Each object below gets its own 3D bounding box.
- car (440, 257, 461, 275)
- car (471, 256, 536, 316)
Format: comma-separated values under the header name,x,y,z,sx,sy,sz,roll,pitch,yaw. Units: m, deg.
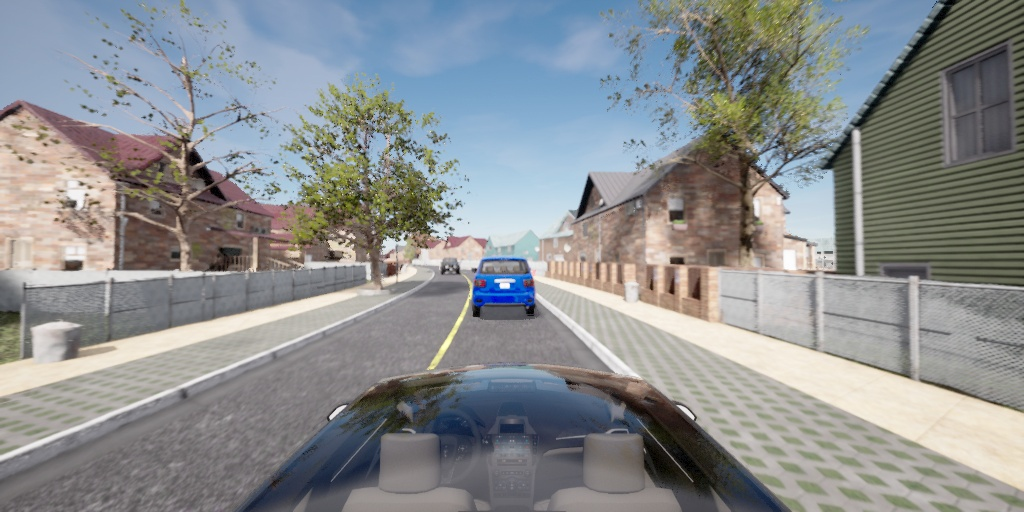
name,x,y,z,sx,sy,sz,roll,pitch,yaw
car,-7.377,1.175,42.972,2.150,2.045,5.566,0,-1,-12
car,-0.390,1.035,13.890,2.150,2.045,5.566,0,0,-4
